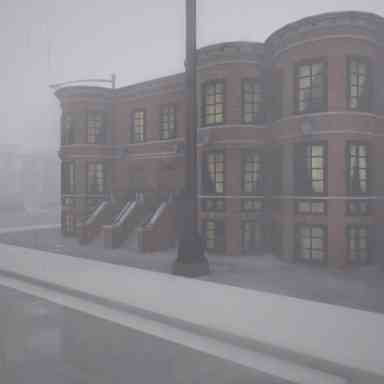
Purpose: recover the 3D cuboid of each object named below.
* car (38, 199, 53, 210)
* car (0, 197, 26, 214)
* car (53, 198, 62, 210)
[{"bbox_3d":[-17.273,1.478,42.933,1.882,1.535,5.008,0,0,35],"label":"car"},{"bbox_3d":[-19.492,1.352,33.798,2.097,1.767,4.553,0,0,35],"label":"car"},{"bbox_3d":[-14.209,1.601,41.203,1.895,1.301,4.718,0,0,36],"label":"car"}]
